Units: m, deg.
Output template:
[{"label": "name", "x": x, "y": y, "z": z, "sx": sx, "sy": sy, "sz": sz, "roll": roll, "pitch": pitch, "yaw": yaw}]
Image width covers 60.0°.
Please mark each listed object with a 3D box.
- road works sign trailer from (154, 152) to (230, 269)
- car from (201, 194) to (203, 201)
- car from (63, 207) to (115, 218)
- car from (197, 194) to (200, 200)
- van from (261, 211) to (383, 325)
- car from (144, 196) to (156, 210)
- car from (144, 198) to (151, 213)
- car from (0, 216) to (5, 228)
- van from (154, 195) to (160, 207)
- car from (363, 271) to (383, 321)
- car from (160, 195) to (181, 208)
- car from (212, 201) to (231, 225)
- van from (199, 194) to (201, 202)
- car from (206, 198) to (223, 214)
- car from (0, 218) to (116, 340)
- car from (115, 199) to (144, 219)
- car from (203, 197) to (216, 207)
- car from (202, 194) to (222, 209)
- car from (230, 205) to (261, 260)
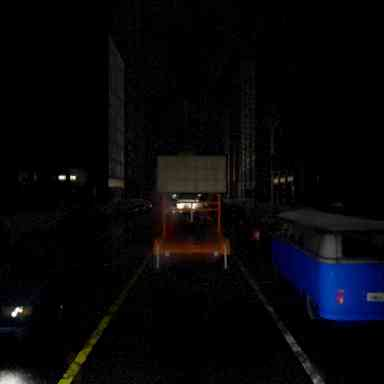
[{"label": "road works sign trailer", "x": -0.007, "y": 0.468, "z": 11.178, "sx": 2.380, "sy": 3.560, "sz": 2.880, "roll": 0, "pitch": 0, "yaw": 0}, {"label": "car", "x": 2.734, "y": 1.347, "z": 46.110, "sx": 2.192, "sy": 1.841, "sz": 5.009, "roll": 0, "pitch": 0, "yaw": 0}, {"label": "car", "x": -5.773, "y": 1.573, "z": 18.045, "sx": 1.947, "sy": 1.339, "sz": 4.313, "roll": 0, "pitch": 0, "yaw": 0}, {"label": "car", "x": 2.715, "y": 1.378, "z": 74.155, "sx": 2.192, "sy": 1.841, "sz": 5.009, "roll": 0, "pitch": 0, "yaw": 0}, {"label": "van", "x": 2.760, "y": 1.343, "z": 6.846, "sx": 1.690, "sy": 1.788, "sz": 3.998, "roll": 0, "pitch": 0, "yaw": 0}, {"label": "car", "x": -5.788, "y": 1.551, "z": 40.312, "sx": 1.752, "sy": 1.417, "sz": 4.829, "roll": 0, "pitch": 0, "yaw": 0}, {"label": "car", "x": -5.784, "y": 1.602, "z": 34.873, "sx": 1.802, "sy": 1.307, "sz": 4.206, "roll": 0, "pitch": 0, "yaw": 0}, {"label": "car", "x": -5.765, "y": 1.317, "z": 6.826, "sx": 2.192, "sy": 1.841, "sz": 5.009, "roll": 0, "pitch": 0, "yaw": 0}, {"label": "van", "x": -5.791, "y": 1.373, "z": 46.092, "sx": 1.690, "sy": 1.788, "sz": 3.998, "roll": 0, "pitch": 0, "yaw": 0}, {"label": "car", "x": 2.763, "y": 1.545, "z": 1.237, "sx": 1.887, "sy": 1.381, "sz": 4.507, "roll": 0, "pitch": 0, "yaw": 0}, {"label": "car", "x": -3.126, "y": 1.582, "z": 48.866, "sx": 2.033, "sy": 1.411, "sz": 5.357, "roll": 0, "pitch": 0, "yaw": 0}, {"label": "car", "x": 2.748, "y": 1.577, "z": 23.673, "sx": 1.947, "sy": 1.339, "sz": 4.313, "roll": 0, "pitch": 0, "yaw": 0}, {"label": "van", "x": 2.723, "y": 1.391, "z": 62.937, "sx": 1.690, "sy": 1.788, "sz": 3.998, "roll": 0, "pitch": 0, "yaw": 0}, {"label": "car", "x": 2.741, "y": 1.602, "z": 34.891, "sx": 1.802, "sy": 1.307, "sz": 4.206, "roll": 0, "pitch": 0, "yaw": 0}, {"label": "car", "x": -3.105, "y": 1.550, "z": 7.099, "sx": 2.033, "sy": 1.411, "sz": 5.357, "roll": 0, "pitch": 0, "yaw": 0}, {"label": "car", "x": -5.780, "y": 1.566, "z": 29.263, "sx": 2.008, "sy": 1.369, "sz": 4.403, "roll": 0, "pitch": 0, "yaw": 0}, {"label": "car", "x": 2.730, "y": 1.563, "z": 51.889, "sx": 1.752, "sy": 1.417, "sz": 4.829, "roll": 0, "pitch": 0, "yaw": 0}, {"label": "car", "x": 2.737, "y": 1.341, "z": 40.500, "sx": 2.192, "sy": 1.841, "sz": 5.009, "roll": 0, "pitch": 0, "yaw": 0}, {"label": "car", "x": 2.756, "y": 1.444, "z": 12.455, "sx": 1.967, "sy": 1.590, "sz": 4.097, "roll": 0, "pitch": 0, "yaw": 0}]
